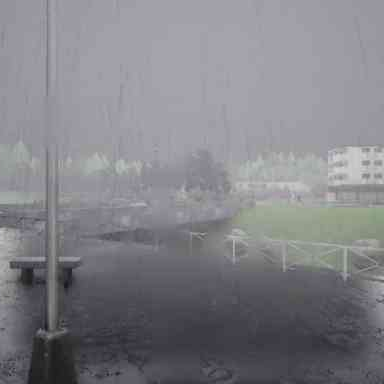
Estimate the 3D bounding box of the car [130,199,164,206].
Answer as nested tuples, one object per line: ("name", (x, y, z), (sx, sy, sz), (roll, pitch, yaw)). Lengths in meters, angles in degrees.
("car", (-5.572, 1.601, 42.482), (1.895, 1.301, 4.718), (0, 0, 35))
